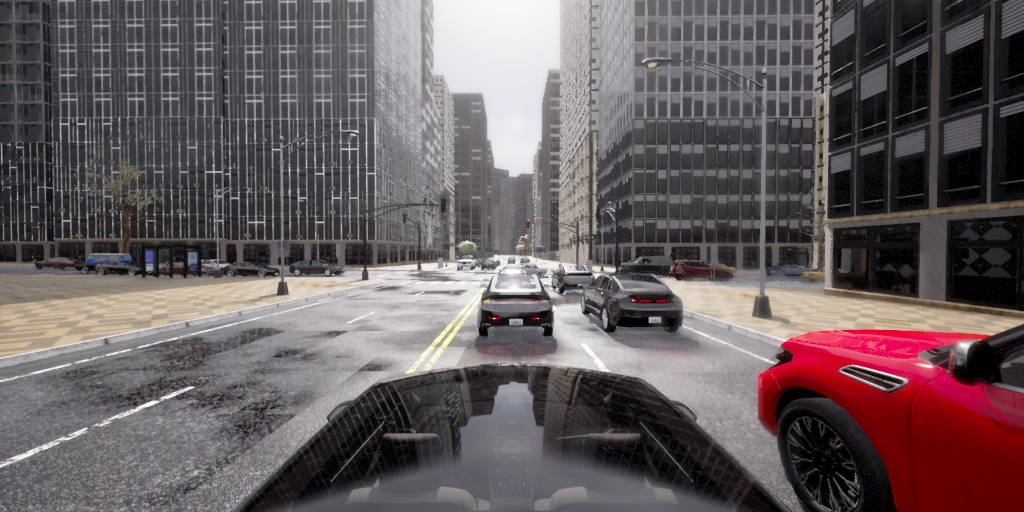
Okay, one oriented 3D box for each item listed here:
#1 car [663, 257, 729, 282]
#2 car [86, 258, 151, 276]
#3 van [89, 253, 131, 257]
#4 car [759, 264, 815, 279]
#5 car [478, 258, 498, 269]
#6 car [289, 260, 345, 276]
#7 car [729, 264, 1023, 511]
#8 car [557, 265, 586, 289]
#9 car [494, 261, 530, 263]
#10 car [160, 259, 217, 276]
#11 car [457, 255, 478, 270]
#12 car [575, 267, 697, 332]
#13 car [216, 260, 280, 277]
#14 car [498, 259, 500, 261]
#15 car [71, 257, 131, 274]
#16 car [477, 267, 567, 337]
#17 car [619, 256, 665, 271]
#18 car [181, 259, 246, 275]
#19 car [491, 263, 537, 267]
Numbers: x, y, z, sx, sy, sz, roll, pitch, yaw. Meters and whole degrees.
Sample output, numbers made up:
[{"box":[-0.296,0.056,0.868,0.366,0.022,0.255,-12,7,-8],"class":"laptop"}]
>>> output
[{"box":[16.165,1.269,30.904,5.009,1.841,2.192,0,0,1],"class":"car"},{"box":[-34.125,1.069,31.690,4.313,1.339,1.948,0,0,1],"class":"car"},{"box":[-45.325,0.604,40.339,3.998,1.789,1.690,0,0,1],"class":"van"},{"box":[27.897,1.528,36.490,4.181,1.385,1.994,1,1,1],"class":"car"},{"box":[-3.388,1.192,52.077,1.882,1.535,5.008,0,0,0],"class":"car"},{"box":[-18.439,1.108,34.000,4.892,1.490,1.837,1,1,2],"class":"car"},{"box":[3.348,0.972,0.934,2.150,2.045,5.566,0,0,0],"class":"car"},{"box":[3.333,1.232,20.046,2.128,1.511,4.902,0,0,0],"class":"car"},{"box":[0.949,1.382,33.513,4.718,1.301,1.895,0,1,-36],"class":"car"},{"box":[-28.445,1.138,31.522,4.207,1.307,1.802,0,0,1],"class":"car"},{"box":[-6.638,0.935,52.526,2.150,2.045,5.566,0,0,0],"class":"car"},{"box":[3.340,1.251,10.798,1.837,1.490,4.892,0,0,0],"class":"car"},{"box":[-22.760,1.173,31.394,4.313,1.339,1.948,0,0,1],"class":"car"},{"box":[-3.390,1.267,61.663,1.994,1.385,4.181,0,0,0],"class":"car"},{"box":[-38.615,1.020,34.416,4.718,1.301,1.895,1,1,1],"class":"car"},{"box":[0.091,1.238,10.303,2.128,1.511,4.902,0,0,0],"class":"car"},{"box":[13.673,1.060,36.710,5.566,2.045,2.150,0,1,1],"class":"car"},{"box":[-28.393,1.038,34.210,4.674,1.442,1.812,1,1,1],"class":"car"},{"box":[0.083,1.288,20.038,2.033,1.411,5.357,0,0,0],"class":"car"}]
